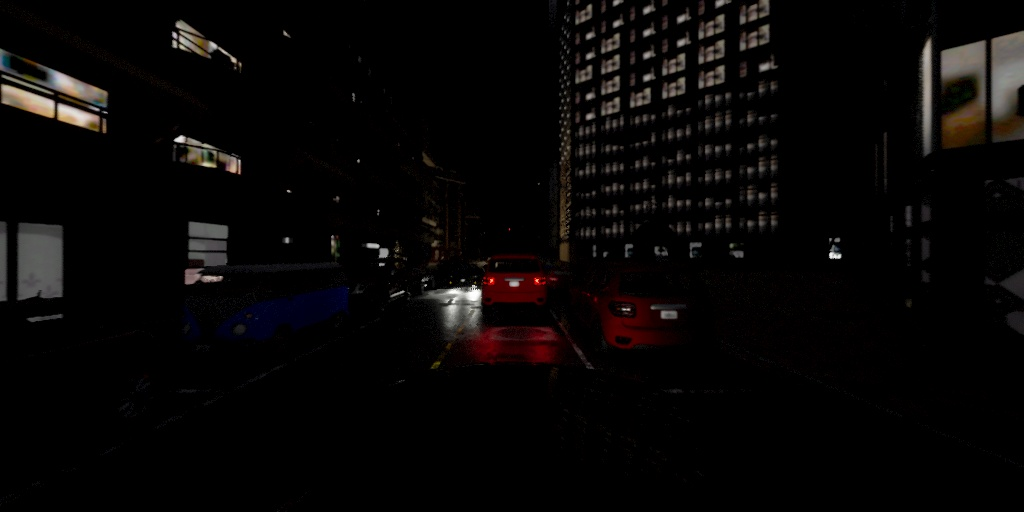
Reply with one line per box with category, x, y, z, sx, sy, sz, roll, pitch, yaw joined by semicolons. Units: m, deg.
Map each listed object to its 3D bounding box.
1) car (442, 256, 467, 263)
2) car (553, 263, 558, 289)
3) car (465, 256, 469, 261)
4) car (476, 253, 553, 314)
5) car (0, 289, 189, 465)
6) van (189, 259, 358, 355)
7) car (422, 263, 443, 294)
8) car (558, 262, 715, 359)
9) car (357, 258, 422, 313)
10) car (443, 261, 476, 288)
car;-5.308;1.054;30.402;1.967;1.591;4.097;0;0;0
car;2.570;1.244;19.336;1.802;1.307;4.207;0;0;0
car;-5.306;0.907;35.937;2.192;1.841;5.009;0;0;0
car;0.093;0.914;13.577;2.150;2.045;5.566;0;1;0
car;-5.314;1.185;2.722;1.967;1.591;4.097;0;0;0
van;-5.313;1.058;8.258;1.690;1.789;3.998;0;0;0
car;-5.310;1.213;19.331;2.007;1.370;4.403;0;0;0
car;2.567;1.031;8.264;2.192;1.841;5.009;0;0;0
car;-5.312;1.005;13.794;2.192;1.841;5.009;0;0;0
car;-2.839;1.212;22.671;1.994;1.385;4.181;0;0;0
